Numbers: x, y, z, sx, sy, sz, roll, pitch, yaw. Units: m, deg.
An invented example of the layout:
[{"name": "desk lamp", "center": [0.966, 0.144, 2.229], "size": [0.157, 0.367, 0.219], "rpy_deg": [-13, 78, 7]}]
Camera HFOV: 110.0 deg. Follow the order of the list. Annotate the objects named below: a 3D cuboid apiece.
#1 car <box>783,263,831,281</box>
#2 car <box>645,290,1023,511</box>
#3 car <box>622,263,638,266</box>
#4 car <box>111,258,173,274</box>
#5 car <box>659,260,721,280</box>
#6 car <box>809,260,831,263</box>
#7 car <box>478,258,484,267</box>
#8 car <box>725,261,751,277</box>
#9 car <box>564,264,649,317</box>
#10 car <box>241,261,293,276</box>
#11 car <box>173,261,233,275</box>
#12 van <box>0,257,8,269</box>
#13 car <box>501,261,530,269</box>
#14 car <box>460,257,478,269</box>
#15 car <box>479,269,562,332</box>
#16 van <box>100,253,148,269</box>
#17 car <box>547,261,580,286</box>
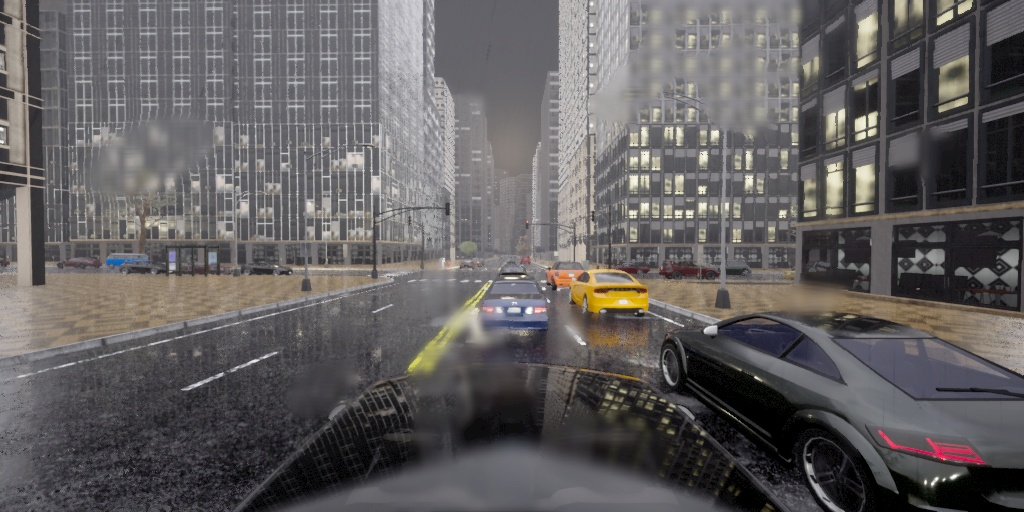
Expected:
[{"name": "car", "center": [27.586, 1.577, 32.714], "size": [4.829, 1.417, 1.751], "rpy_deg": [0, 0, 1]}, {"name": "car", "center": [3.340, 1.313, 4.099], "size": [1.994, 1.385, 4.181], "rpy_deg": [0, 0, 0]}, {"name": "car", "center": [12.225, 1.423, 38.856], "size": [4.718, 1.301, 1.895], "rpy_deg": [1, 1, 3]}, {"name": "car", "center": [-34.154, 1.067, 33.632], "size": [4.313, 1.339, 1.948], "rpy_deg": [0, 0, 1]}, {"name": "car", "center": [16.137, 1.267, 32.890], "size": [5.009, 1.841, 2.192], "rpy_deg": [0, 0, 1]}, {"name": "car", "center": [32.656, 1.355, 38.404], "size": [4.553, 1.767, 2.097], "rpy_deg": [0, 1, 1]}, {"name": "car", "center": [-6.675, 1.051, 64.304], "size": [2.097, 1.767, 4.553], "rpy_deg": [0, 0, 0]}, {"name": "car", "center": [22.932, 1.269, 38.560], "size": [4.553, 1.767, 2.097], "rpy_deg": [0, 1, 1]}, {"name": "car", "center": [3.329, 1.222, 13.184], "size": [1.882, 1.535, 5.008], "rpy_deg": [0, 0, 0]}, {"name": "car", "center": [-22.789, 1.172, 33.346], "size": [4.313, 1.339, 1.948], "rpy_deg": [0, 0, 1]}, {"name": "car", "center": [-28.473, 1.136, 33.469], "size": [4.207, 1.307, 1.802], "rpy_deg": [0, 0, 1]}, {"name": "van", "center": [-51.199, 0.685, 33.999], "size": [3.998, 1.789, 1.690], "rpy_deg": [0, 0, 1]}, {"name": "car", "center": [0.066, 1.231, 20.530], "size": [2.128, 1.511, 4.902], "rpy_deg": [0, 0, 0]}, {"name": "car", "center": [-6.687, 1.275, 54.303], "size": [1.994, 1.385, 4.181], "rpy_deg": [0, 0, 0]}, {"name": "car", "center": [0.084, 1.293, 10.778], "size": [2.033, 1.411, 5.357], "rpy_deg": [0, 0, 1]}, {"name": "van", "center": [-45.361, 0.602, 42.272], "size": [3.998, 1.789, 1.690], "rpy_deg": [0, 0, 1]}, {"name": "car", "center": [3.313, 1.091, 22.189], "size": [2.097, 1.767, 4.553], "rpy_deg": [0, 0, 0]}]
